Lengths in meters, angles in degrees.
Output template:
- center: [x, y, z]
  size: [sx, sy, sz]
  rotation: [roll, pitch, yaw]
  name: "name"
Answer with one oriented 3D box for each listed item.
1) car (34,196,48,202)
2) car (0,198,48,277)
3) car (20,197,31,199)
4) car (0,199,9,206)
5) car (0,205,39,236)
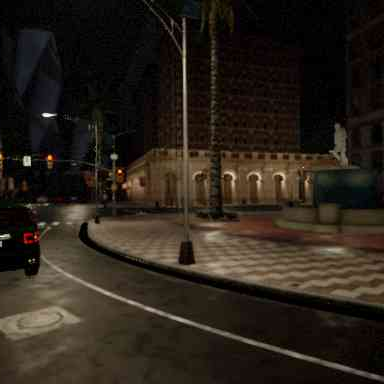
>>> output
- center: [-37.924, 1.999, 84.465]
  size: [2.150, 2.045, 5.566]
  rotation: [0, 0, -17]
  name: "car"
- center: [-6.099, 1.328, 9.988]
  size: [2.150, 2.045, 5.566]
  rotation: [0, 0, -34]
  name: "car"
- center: [-41.264, 2.295, 83.424]
  size: [1.837, 1.490, 4.892]
  rotation: [0, 0, -17]
  name: "car"
- center: [-40.774, 2.233, 70.935]
  size: [2.161, 1.482, 4.786]
  rotation: [0, 0, -18]
  name: "car"
- center: [-11.049, 1.682, 20.969]
  size: [1.882, 1.535, 5.008]
  rotation: [0, 0, -17]
  name: "car"
